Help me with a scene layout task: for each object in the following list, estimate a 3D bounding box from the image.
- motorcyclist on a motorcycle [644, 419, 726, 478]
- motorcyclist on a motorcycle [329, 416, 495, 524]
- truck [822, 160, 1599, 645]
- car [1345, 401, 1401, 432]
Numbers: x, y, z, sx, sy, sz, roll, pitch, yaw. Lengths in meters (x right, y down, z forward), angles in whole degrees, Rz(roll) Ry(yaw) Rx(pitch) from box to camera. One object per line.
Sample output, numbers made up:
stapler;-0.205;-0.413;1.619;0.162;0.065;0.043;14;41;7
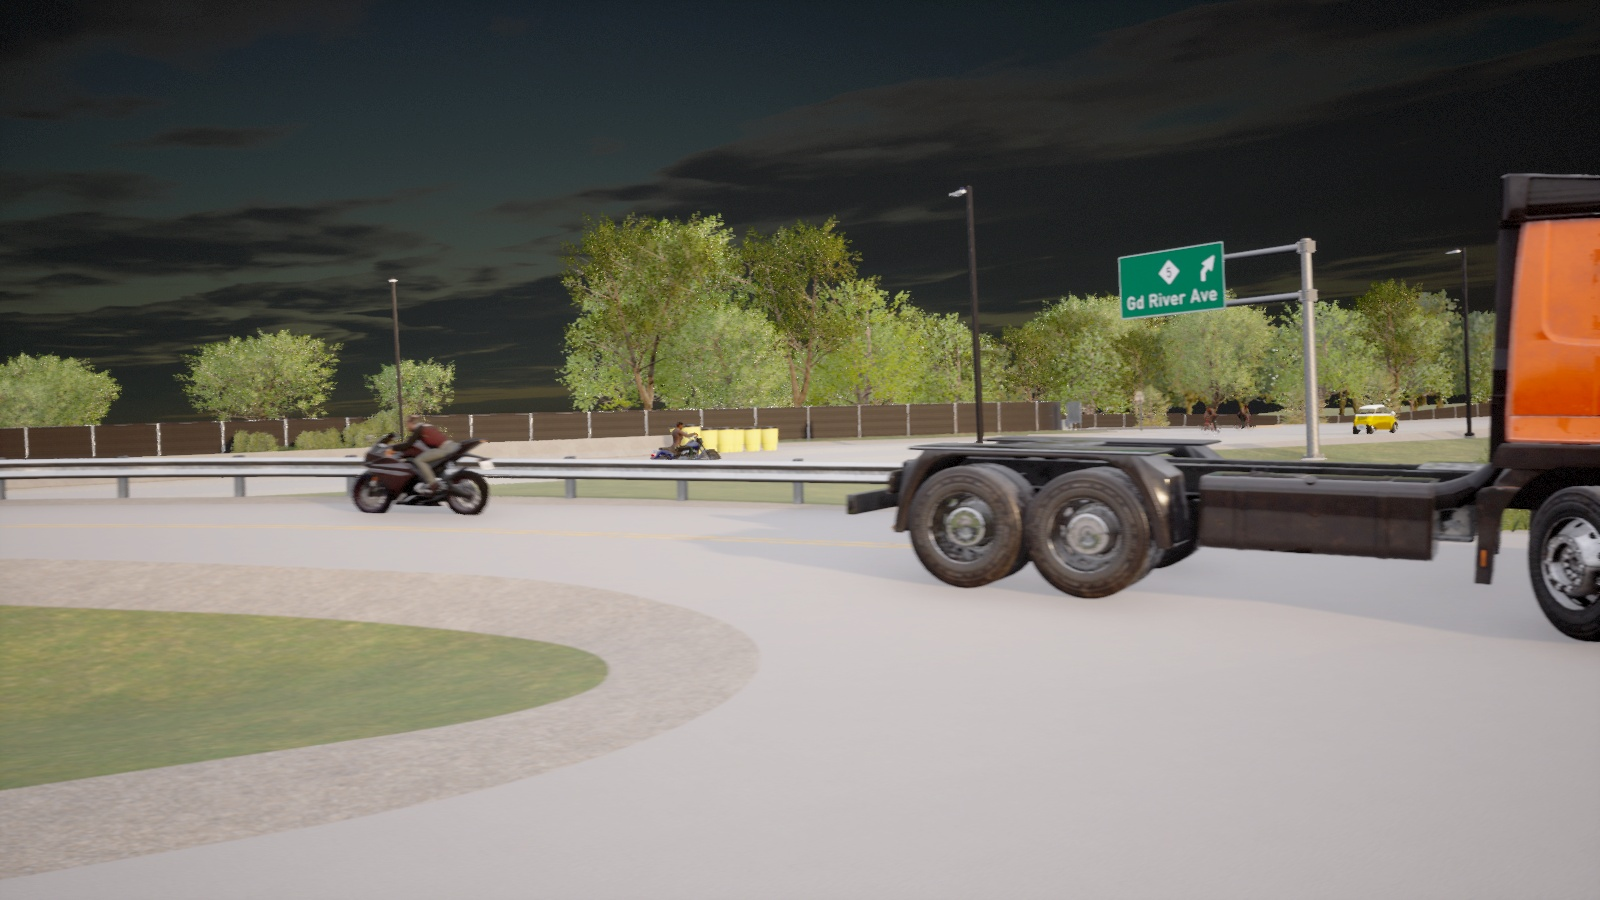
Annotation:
motorcyclist on a motorcycle;-3.448;-0.057;37.892;2.350;1.649;0.766;-3;1;-36
motorcyclist on a motorcycle;-5.769;0.277;18.708;2.191;1.530;0.866;0;3;12
truck;4.380;-0.447;11.438;7.936;3.462;2.891;1;4;31
car;27.387;-1.583;60.009;2.207;1.376;1.481;-3;2;-36
